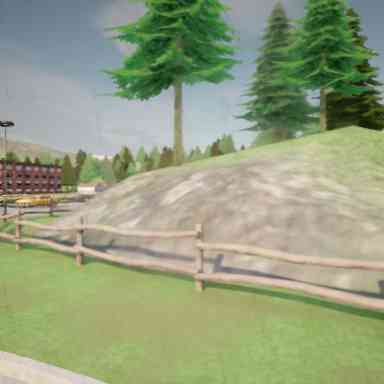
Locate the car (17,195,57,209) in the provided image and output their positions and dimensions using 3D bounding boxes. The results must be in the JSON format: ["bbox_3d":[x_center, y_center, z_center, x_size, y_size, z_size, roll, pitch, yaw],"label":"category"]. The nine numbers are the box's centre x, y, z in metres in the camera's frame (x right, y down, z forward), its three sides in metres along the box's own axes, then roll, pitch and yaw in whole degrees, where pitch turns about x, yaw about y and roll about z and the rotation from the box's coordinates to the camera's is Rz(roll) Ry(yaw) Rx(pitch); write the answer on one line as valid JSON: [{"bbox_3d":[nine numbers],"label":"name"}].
[{"bbox_3d":[-18.259,1.140,39.281,1.882,1.535,5.008,0,1,21],"label":"car"}]

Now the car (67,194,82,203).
[{"bbox_3d":[-18.857,1.039,56.942,2.033,1.411,5.357,0,1,21],"label":"car"}]

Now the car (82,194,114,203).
[{"bbox_3d":[-15.638,1.097,55.567,1.895,1.301,4.718,0,1,22],"label":"car"}]
